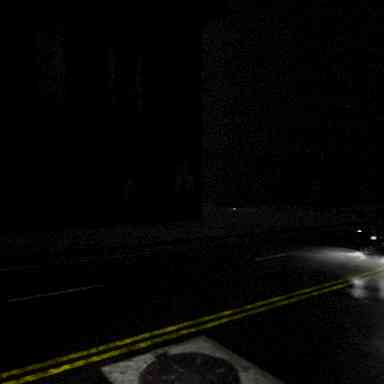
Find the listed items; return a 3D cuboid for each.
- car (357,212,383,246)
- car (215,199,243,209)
[{"bbox_3d":[8.845,1.499,13.958,4.892,1.490,1.837,0,0,-35],"label":"car"},{"bbox_3d":[5.663,1.766,51.055,1.882,1.535,5.008,0,0,-35],"label":"car"}]
